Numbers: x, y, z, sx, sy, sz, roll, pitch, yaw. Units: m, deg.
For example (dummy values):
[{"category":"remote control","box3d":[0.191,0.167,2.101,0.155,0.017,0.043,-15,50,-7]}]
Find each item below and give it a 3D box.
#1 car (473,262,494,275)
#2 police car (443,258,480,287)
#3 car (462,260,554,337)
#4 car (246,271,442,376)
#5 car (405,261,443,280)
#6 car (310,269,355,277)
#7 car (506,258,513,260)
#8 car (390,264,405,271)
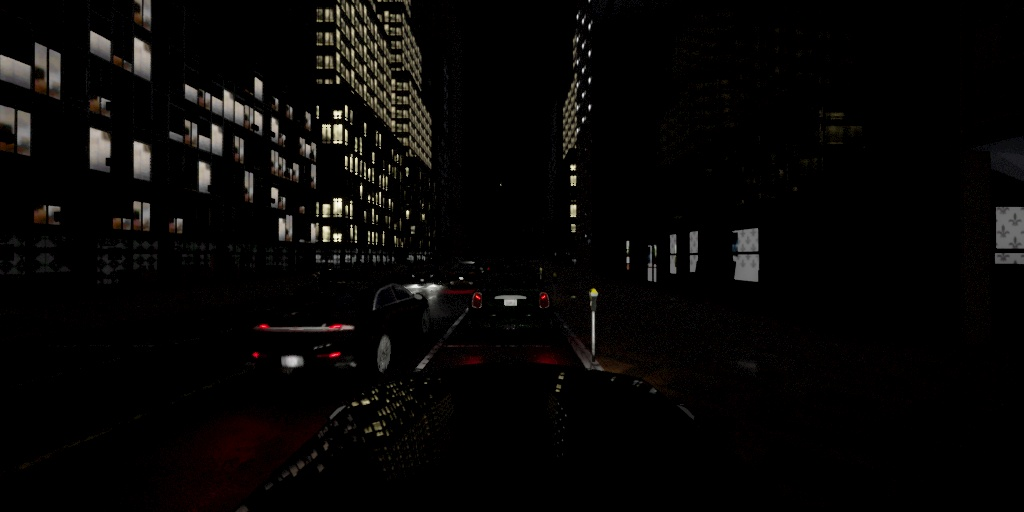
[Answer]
[{"category":"car","box3d":[-3.046,1.338,39.059,1.895,1.301,4.718,0,0,0]},{"category":"police car","box3d":[-3.145,1.170,24.747,1.930,1.638,5.238,0,0,0]},{"category":"car","box3d":[-0.033,1.102,10.469,2.097,1.767,4.553,0,0,0]},{"category":"car","box3d":[-3.048,1.242,7.400,2.128,1.511,4.902,0,0,0]},{"category":"car","box3d":[-6.246,1.291,27.584,2.033,1.411,5.357,0,0,0]},{"category":"car","box3d":[-8.836,1.313,17.650,1.948,1.339,4.313,0,0,0]},{"category":"car","box3d":[-0.455,1.298,46.099,1.948,1.339,4.313,0,0,0]},{"category":"car","box3d":[-8.835,1.325,29.033,1.802,1.307,4.207,0,0,0]}]
